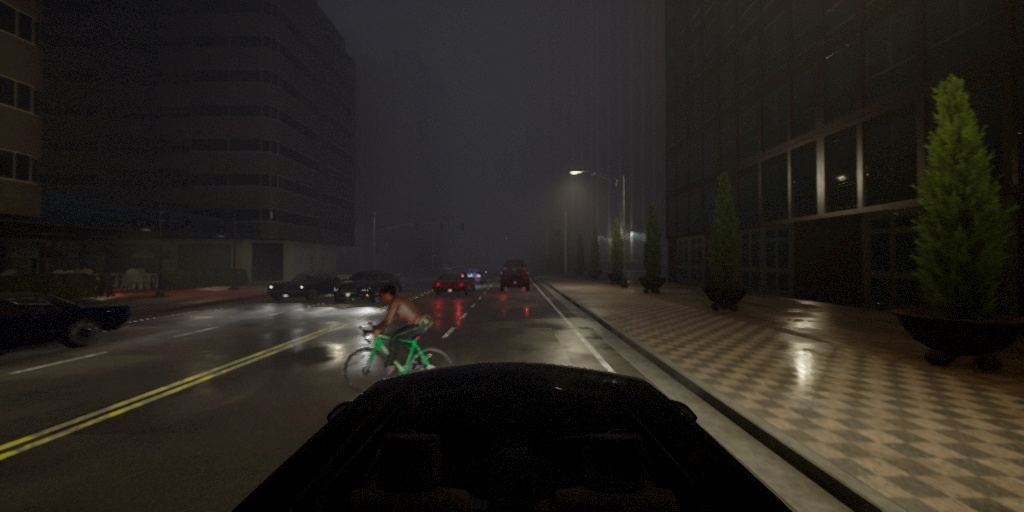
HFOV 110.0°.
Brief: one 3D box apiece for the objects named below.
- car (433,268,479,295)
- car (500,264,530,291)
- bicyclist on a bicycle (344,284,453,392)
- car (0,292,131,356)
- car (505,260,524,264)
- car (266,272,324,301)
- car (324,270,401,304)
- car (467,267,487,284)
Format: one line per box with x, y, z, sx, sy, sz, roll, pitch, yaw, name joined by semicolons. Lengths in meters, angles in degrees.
-3.318;1.589;21.494;1.895;1.301;4.718;0;-1;0;car
0.196;1.502;24.391;1.882;1.535;5.008;0;-1;0;car
-1.689;1.245;5.342;1.656;1.620;0.582;-1;-1;0;bicyclist on a bicycle
-10.584;1.410;6.786;1.895;1.301;4.718;0;-1;0;car
0.240;1.366;34.390;2.150;2.045;5.566;0;-1;0;car
-10.523;1.556;18.889;1.895;1.301;4.718;0;-1;0;car
-6.987;1.449;17.762;1.837;1.490;4.892;0;-1;1;car
-3.274;1.651;31.086;2.033;1.411;5.357;0;-1;0;car
